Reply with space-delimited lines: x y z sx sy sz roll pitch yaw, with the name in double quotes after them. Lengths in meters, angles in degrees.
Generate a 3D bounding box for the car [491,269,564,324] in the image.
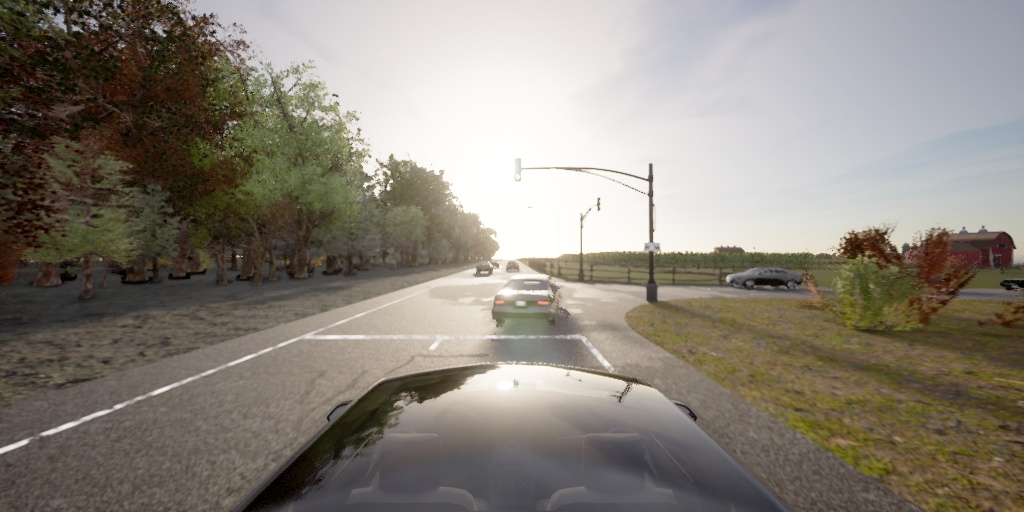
0.685 1.339 12.162 2.033 1.411 5.357 0 0 10 "car"

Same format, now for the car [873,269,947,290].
27.991 1.703 25.681 4.892 1.490 1.837 1 -1 0 "car"

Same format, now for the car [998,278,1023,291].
38.176 1.910 25.625 4.718 1.301 1.895 1 -1 0 "car"

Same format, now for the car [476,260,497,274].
-3.392 1.406 45.036 2.128 1.511 4.902 0 0 0 "car"

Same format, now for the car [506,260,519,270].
0.108 1.551 55.113 1.895 1.301 4.718 0 0 0 "car"

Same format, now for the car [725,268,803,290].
18.006 1.582 25.750 4.902 1.511 2.128 1 -1 1 "car"
